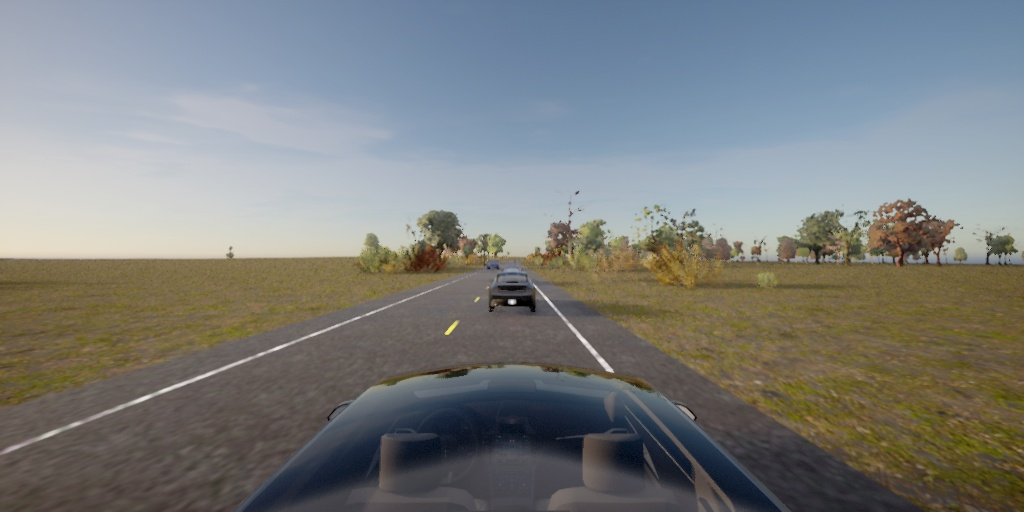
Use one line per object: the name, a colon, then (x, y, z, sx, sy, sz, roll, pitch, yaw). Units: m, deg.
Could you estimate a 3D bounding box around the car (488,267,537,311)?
car: (0.023, 1.405, 15.325, 1.837, 1.490, 4.892, 0, 0, 1)
